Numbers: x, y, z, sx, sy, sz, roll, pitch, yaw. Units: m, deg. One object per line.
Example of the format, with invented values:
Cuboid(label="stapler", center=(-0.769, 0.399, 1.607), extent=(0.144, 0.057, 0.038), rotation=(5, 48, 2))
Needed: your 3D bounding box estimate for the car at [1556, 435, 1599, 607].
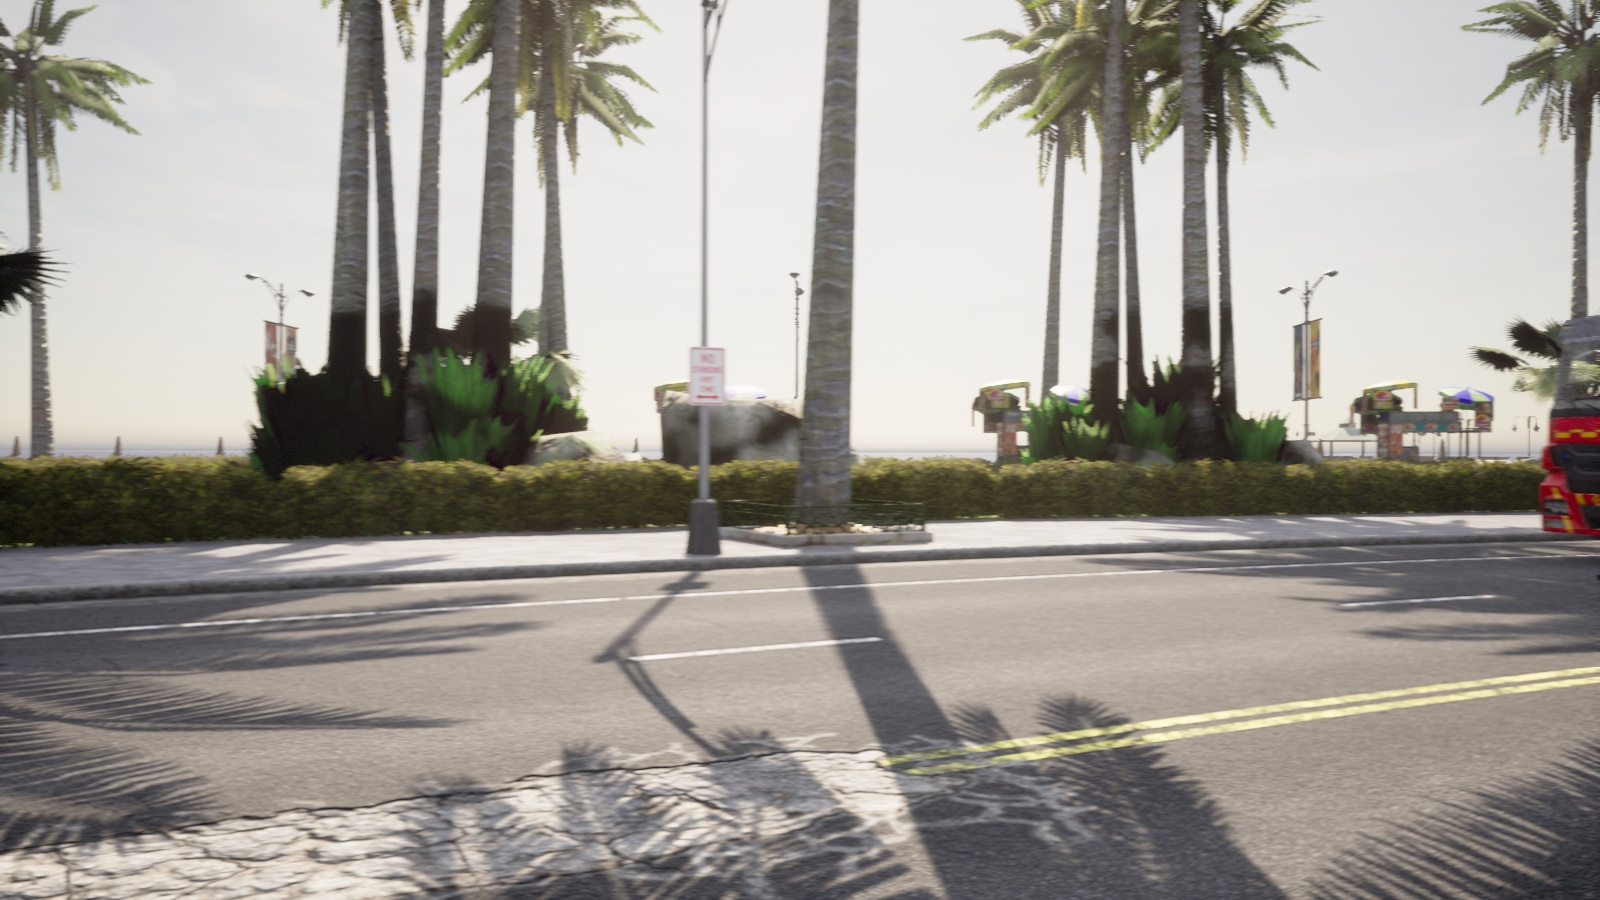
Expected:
Cuboid(label="car", center=(10.140, 0.678, 12.332), extent=(4.856, 1.649, 2.033), rotation=(0, 0, -20))

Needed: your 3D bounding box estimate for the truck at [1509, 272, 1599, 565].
Cuboid(label="truck", center=(14.547, -0.415, 17.496), extent=(8.468, 3.827, 2.891), rotation=(0, 0, -14))
